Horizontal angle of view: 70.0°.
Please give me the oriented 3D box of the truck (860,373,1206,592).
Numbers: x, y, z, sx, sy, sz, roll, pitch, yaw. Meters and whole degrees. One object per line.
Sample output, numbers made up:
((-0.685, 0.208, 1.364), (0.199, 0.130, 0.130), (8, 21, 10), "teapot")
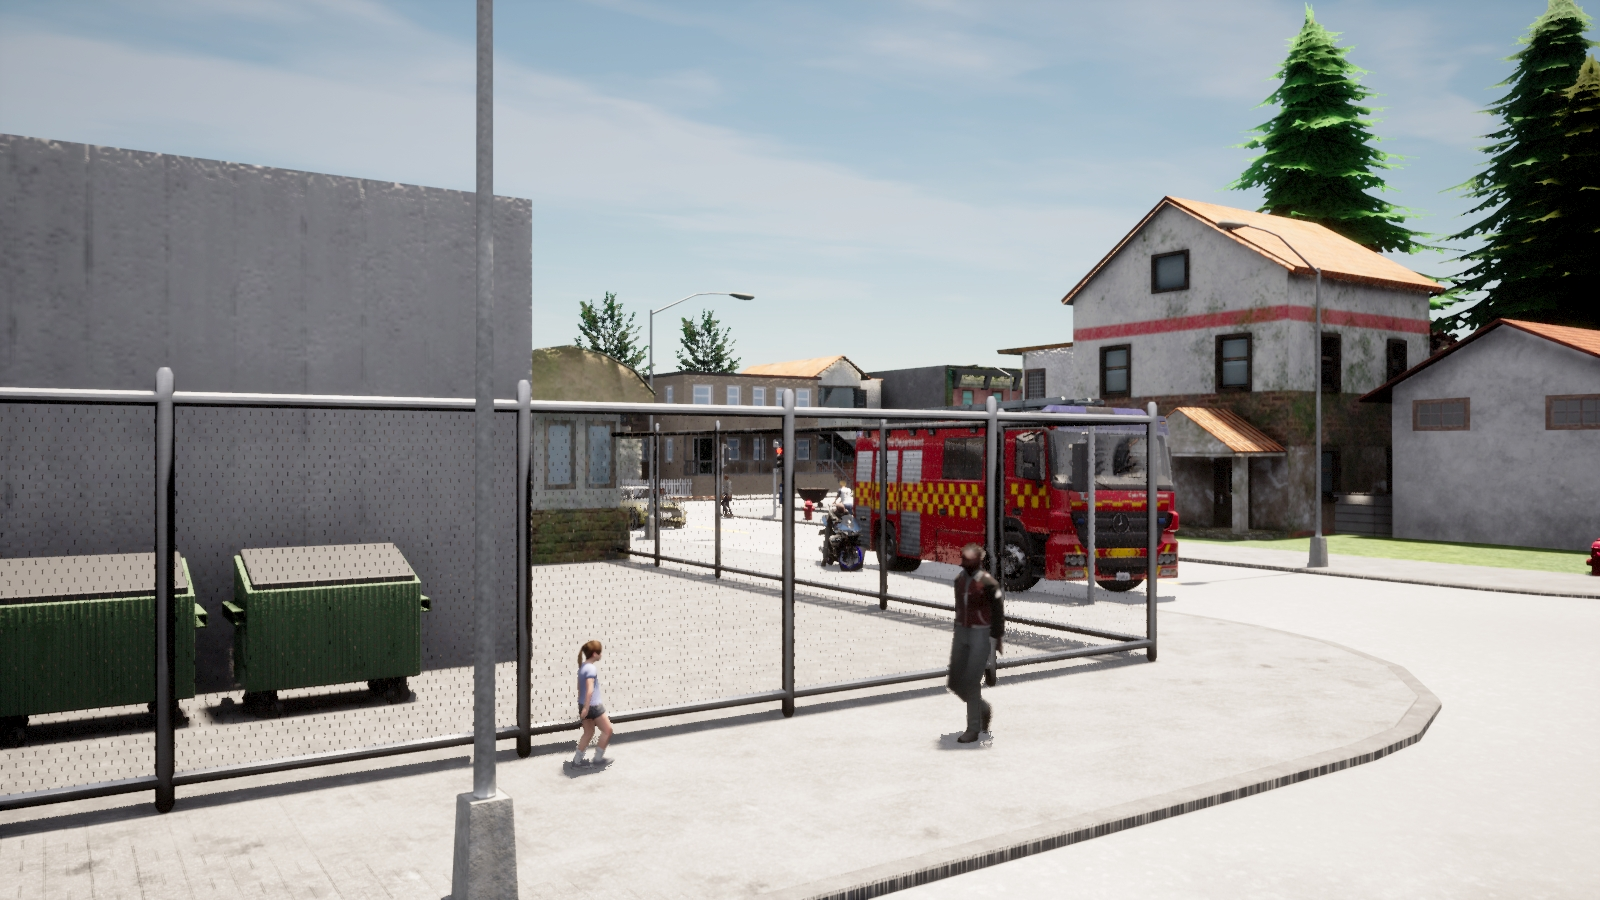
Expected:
((4.477, 0.646, 24.441), (2.891, 3.827, 8.468), (2, -1, -23), "truck")

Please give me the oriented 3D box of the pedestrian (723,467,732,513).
((-2.932, 1.628, 46.226), (0.375, 1.860, 0.375), (0, 0, 0), "pedestrian")

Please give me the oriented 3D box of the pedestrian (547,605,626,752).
((-1.796, 1.896, 9.600), (0.500, 1.100, 0.500), (0, 0, -34), "pedestrian")

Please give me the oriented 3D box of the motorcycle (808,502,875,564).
((0.923, 1.872, 26.186), (0.867, 1.251, 2.209), (0, 0, -17), "motorcycle")

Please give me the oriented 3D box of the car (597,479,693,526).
((-5.602, 1.844, 40.984), (1.970, 1.475, 3.806), (0, 0, -33), "car")

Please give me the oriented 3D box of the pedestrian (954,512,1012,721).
((1.699, 1.517, 10.595), (0.375, 1.860, 0.375), (0, 0, -42), "pedestrian")
